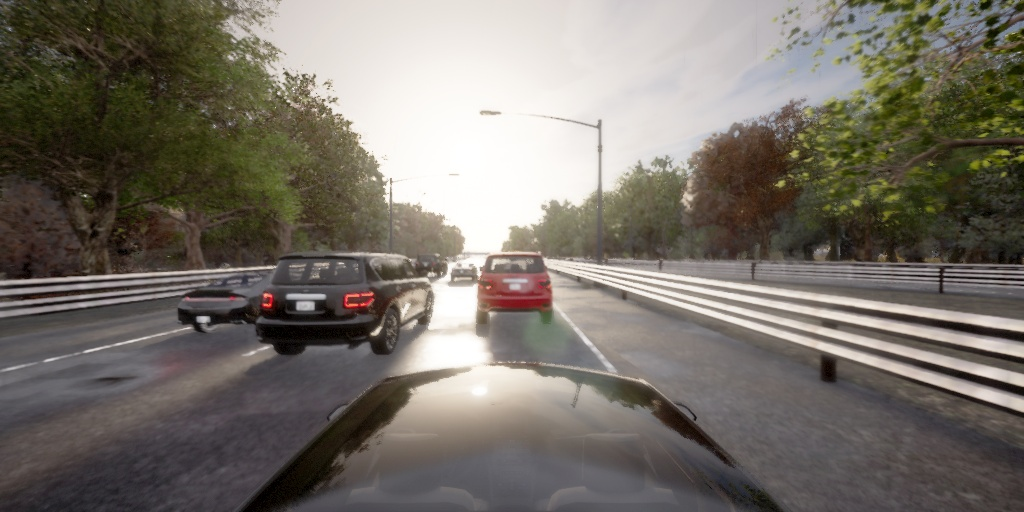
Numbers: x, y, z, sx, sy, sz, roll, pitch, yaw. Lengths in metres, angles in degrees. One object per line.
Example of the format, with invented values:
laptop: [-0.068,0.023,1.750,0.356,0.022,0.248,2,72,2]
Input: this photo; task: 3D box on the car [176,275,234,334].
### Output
car: [-6.950,1.198,10.497,2.128,1.511,4.902,0,0,0]

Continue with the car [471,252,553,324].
car: [0.054,0.913,11.930,2.150,2.045,5.566,0,0,-1]

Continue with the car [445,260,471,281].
car: [-3.663,1.170,28.330,2.033,1.411,5.357,0,0,-1]

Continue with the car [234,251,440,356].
car: [-3.437,0.932,8.641,2.150,2.045,5.566,0,0,0]

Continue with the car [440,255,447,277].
car: [-7.248,0.828,32.640,2.150,2.045,5.566,0,0,-1]
